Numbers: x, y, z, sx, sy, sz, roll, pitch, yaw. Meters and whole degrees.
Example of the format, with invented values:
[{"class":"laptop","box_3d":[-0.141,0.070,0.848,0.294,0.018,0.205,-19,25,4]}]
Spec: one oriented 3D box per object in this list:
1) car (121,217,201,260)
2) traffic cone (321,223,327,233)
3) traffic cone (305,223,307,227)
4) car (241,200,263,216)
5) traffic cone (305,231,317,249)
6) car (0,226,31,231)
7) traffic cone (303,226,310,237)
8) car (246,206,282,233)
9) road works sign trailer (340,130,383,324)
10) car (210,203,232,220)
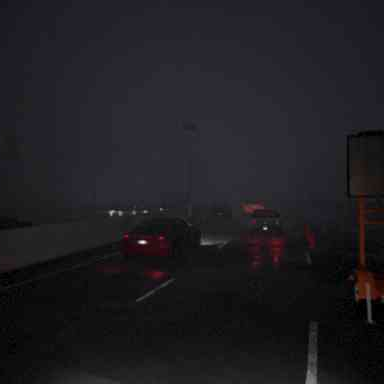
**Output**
[{"class":"car","box_3d":[-1.056,1.679,13.101,1.994,1.385,4.181,0,-1,17]},{"class":"traffic cone","box_3d":[7.724,2.106,19.458,0.340,0.580,0.340,0,-1,17]},{"class":"traffic cone","box_3d":[6.194,2.096,17.827,0.340,0.580,0.340,0,-1,17]},{"class":"car","box_3d":[6.702,1.654,37.005,2.097,1.767,4.553,0,-1,4]},{"class":"traffic cone","box_3d":[5.051,2.065,13.994,0.340,0.580,0.340,0,-1,17]},{"class":"car","box_3d":[-8.626,1.607,12.952,1.882,1.535,5.008,0,0,18]},{"class":"traffic cone","box_3d":[5.622,2.081,15.911,0.340,0.580,0.340,0,-1,17]},{"class":"car","box_3d":[4.599,1.770,20.882,1.895,1.301,4.718,0,-1,12]},{"class":"road works sign trailer","box_3d":[4.472,0.515,6.874,2.380,3.560,2.880,0,-1,17]},{"class":"car","box_3d":[2.707,1.737,30.946,1.882,1.535,5.008,0,0,7]}]
